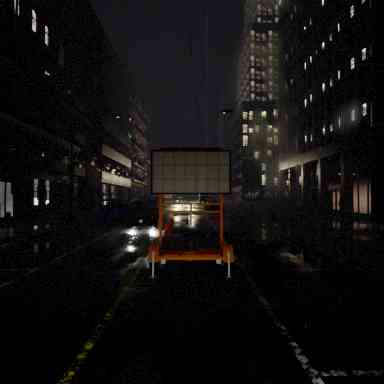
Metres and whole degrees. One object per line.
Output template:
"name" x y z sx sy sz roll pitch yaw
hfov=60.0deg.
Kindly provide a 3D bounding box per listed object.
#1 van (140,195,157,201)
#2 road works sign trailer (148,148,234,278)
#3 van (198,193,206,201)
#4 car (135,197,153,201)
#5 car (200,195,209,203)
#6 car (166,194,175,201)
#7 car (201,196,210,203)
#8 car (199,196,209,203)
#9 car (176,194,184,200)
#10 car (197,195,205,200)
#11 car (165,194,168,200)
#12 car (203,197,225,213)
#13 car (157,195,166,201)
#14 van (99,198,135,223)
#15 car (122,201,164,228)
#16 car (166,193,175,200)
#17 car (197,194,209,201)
"van" -5.793 1.320 42.290 1.690 1.788 3.998 1 0 0
"road works sign trailer" -0.029 0.465 10.112 2.380 3.560 2.880 0 0 0
"van" 2.483 1.257 82.084 1.690 1.788 3.998 1 0 0
"car" -5.781 1.551 36.593 1.947 1.339 4.313 1 0 0
"car" 2.568 1.517 47.896 1.887 1.381 4.507 1 0 0
"car" -5.907 1.231 82.181 2.192 1.841 5.009 1 0 0
"car" 2.583 1.530 42.197 2.008 1.369 4.403 1 0 0
"car" 2.502 1.487 70.688 2.008 1.369 4.403 1 0 0
"car" -3.259 1.393 90.117 2.128 1.511 4.902 0 0 0
"car" 2.429 1.470 87.782 1.947 1.339 4.313 1 0 0
"car" -5.847 1.538 59.385 1.802 1.307 4.206 1 0 0
"car" 2.600 1.536 36.500 2.008 1.369 4.403 1 0 0
"car" -5.830 1.515 53.687 2.008 1.369 4.403 1 0 0
"van" -5.744 1.334 25.192 1.690 1.788 3.998 1 0 0
"car" -3.064 1.559 21.937 1.994 1.385 4.181 0 0 0
"car" -5.939 1.207 93.577 2.192 1.841 5.009 1 0 0
"car" 2.523 1.261 64.990 2.192 1.841 5.009 1 0 0
